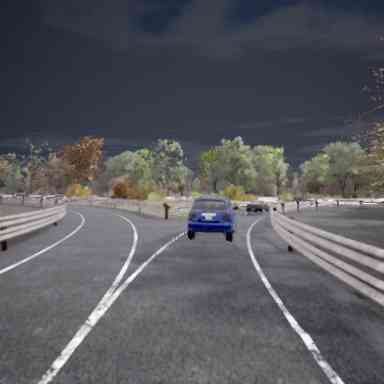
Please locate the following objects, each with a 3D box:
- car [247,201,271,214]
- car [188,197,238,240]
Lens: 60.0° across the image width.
[{"bbox_3d":[8.049,1.802,39.778,1.882,1.535,5.008,-2,-1,27],"label":"car"},{"bbox_3d":[1.209,1.289,17.715,2.150,2.045,5.566,1,0,10],"label":"car"}]
